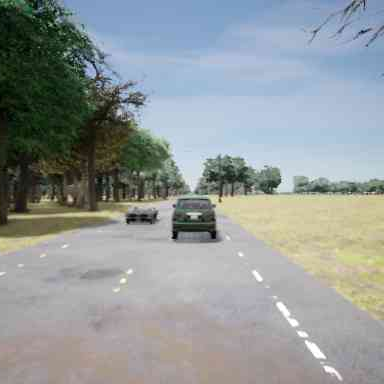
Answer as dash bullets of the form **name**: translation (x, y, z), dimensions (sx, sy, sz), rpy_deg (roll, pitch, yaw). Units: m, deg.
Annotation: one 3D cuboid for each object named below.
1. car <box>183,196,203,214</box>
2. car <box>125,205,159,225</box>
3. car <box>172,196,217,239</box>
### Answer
- **car**: translation (0.111, 1.378, 35.812), dimensions (2.097, 1.767, 4.553), rpy_deg (0, 0, 0)
- **car**: translation (-3.584, 1.615, 24.380), dimensions (1.895, 1.301, 4.718), rpy_deg (0, 0, 0)
- **car**: translation (0.119, 1.232, 17.654), dimensions (2.150, 2.045, 5.566), rpy_deg (0, 0, 0)
